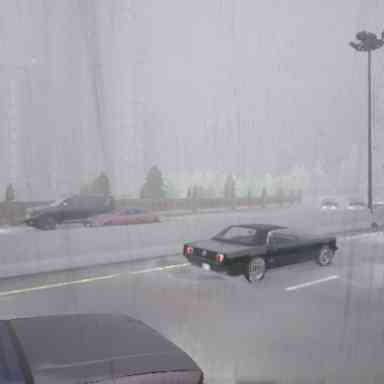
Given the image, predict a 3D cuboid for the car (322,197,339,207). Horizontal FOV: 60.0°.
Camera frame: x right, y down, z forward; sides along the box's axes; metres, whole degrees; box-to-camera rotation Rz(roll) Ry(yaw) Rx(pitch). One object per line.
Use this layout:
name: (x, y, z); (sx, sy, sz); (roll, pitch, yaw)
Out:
car: (20.576, 1.467, 49.282); (1.994, 1.385, 4.181); (0, 0, 31)

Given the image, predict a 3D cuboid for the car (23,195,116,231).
car: (-7.221, 1.196, 20.354); (5.566, 2.045, 2.150); (0, 0, -36)

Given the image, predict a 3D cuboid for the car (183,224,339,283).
car: (2.165, 1.569, 9.592); (4.718, 1.301, 1.895); (0, 0, -36)

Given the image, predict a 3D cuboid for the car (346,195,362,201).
car: (38.555, 1.395, 79.241); (2.128, 1.511, 4.902); (0, 0, 10)

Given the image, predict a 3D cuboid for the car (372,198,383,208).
car: (22.397, 1.408, 39.290); (1.812, 1.442, 4.674); (0, 0, 35)

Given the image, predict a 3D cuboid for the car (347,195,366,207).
car: (24.290, 1.456, 48.703); (1.994, 1.385, 4.181); (0, 0, 30)

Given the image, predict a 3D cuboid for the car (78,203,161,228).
car: (-3.804, 1.530, 18.554); (4.181, 1.385, 1.994); (0, 0, -36)

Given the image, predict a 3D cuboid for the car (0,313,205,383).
car: (-2.427, 1.552, 2.023); (5.357, 1.411, 2.033); (0, 0, -35)
